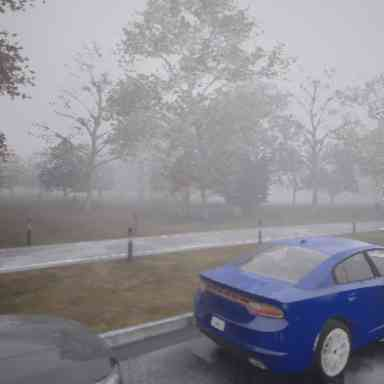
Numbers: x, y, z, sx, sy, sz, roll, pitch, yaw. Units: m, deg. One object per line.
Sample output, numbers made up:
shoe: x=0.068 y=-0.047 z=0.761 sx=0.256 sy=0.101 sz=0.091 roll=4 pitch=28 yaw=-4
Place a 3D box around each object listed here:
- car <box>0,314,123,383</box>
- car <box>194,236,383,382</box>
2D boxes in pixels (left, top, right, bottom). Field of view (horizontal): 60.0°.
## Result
car: x=-2.825 y=1.478 z=1.952 sx=4.892 sy=1.521 sz=2.231 roll=0 pitch=0 yaw=-35
car: x=2.397 y=1.490 z=5.524 sx=5.008 sy=1.535 sz=2.097 roll=0 pitch=0 yaw=-33
